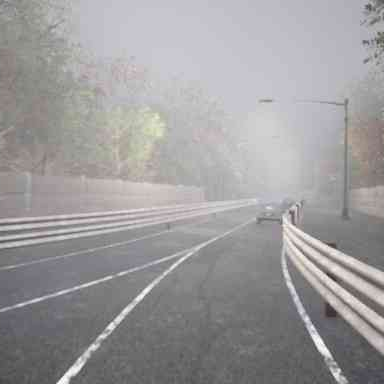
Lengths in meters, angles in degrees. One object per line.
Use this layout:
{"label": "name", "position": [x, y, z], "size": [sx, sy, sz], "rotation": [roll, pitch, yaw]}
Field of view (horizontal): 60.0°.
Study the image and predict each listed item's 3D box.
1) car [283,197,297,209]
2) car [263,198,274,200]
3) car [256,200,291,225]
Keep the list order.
{"label": "car", "position": [13.872, 1.499, 47.487], "size": [2.097, 1.767, 4.553], "rotation": [1, 0, 19]}
{"label": "car", "position": [11.983, 1.617, 52.416], "size": [1.882, 1.535, 5.008], "rotation": [1, 0, 20]}
{"label": "car", "position": [6.029, 1.601, 25.031], "size": [2.033, 1.411, 5.357], "rotation": [1, 0, 20]}
